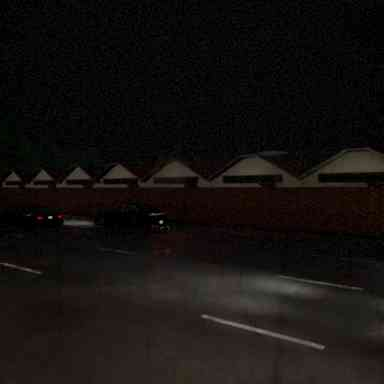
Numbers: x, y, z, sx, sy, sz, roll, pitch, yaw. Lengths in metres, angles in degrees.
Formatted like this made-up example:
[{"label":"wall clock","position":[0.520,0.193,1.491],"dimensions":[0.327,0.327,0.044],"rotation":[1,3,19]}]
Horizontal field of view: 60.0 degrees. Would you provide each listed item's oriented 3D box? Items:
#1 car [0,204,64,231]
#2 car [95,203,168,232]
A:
[{"label":"car","position":[-9.751,1.422,19.520],"dimensions":[5.357,1.411,2.033],"rotation":[0,0,35]},{"label":"car","position":[-3.651,1.398,19.503],"dimensions":[4.902,1.511,2.128],"rotation":[0,0,35]}]
